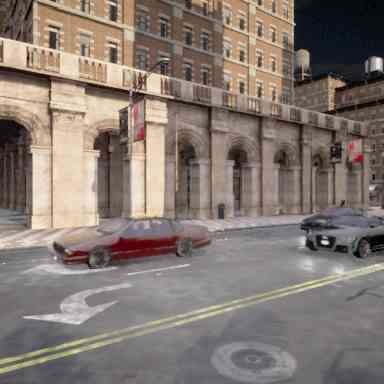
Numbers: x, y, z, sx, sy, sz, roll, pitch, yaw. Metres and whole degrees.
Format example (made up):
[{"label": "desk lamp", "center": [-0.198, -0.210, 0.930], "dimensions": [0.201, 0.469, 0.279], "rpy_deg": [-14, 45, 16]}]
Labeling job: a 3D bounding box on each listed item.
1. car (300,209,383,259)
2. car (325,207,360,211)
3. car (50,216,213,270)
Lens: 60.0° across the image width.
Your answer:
[{"label": "car", "center": [6.243, 1.564, 12.678], "dimensions": [4.181, 1.385, 1.994], "rpy_deg": [0, 0, -35]}, {"label": "car", "center": [8.320, 1.548, 18.444], "dimensions": [5.357, 1.411, 2.033], "rpy_deg": [0, 0, -35]}, {"label": "car", "center": [-1.824, 1.547, 11.279], "dimensions": [5.357, 1.411, 2.033], "rpy_deg": [0, 0, -35]}]
